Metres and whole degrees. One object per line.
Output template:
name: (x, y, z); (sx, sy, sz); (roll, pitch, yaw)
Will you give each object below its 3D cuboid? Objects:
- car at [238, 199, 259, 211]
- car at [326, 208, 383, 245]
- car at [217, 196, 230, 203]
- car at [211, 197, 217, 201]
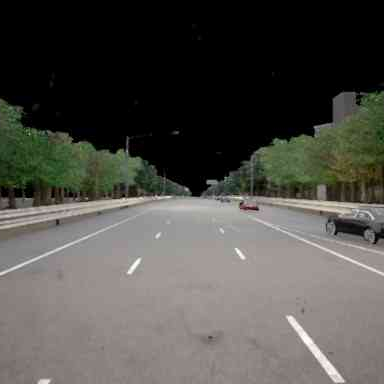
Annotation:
car: (7.016, 1.584, 41.472); (1.994, 1.385, 4.181); (0, 0, 0)
car: (8.306, 1.511, 15.833); (2.128, 1.511, 4.902); (0, 0, -9)
car: (7.091, 1.640, 72.406); (1.812, 1.442, 4.674); (0, 0, 0)
car: (7.206, 1.918, 93.440); (1.895, 1.301, 4.718); (0, -1, 0)
